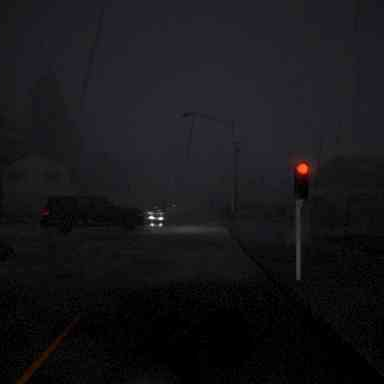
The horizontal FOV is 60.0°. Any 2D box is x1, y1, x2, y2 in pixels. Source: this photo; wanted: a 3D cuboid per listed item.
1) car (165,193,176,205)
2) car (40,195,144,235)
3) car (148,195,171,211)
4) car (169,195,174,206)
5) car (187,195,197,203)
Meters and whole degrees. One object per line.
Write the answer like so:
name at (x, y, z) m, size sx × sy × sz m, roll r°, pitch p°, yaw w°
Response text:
car at (-4.063, 1.209, 60.429) m, size 2.150 × 2.045 × 5.566 m, roll 0°, pitch 0°, yaw 0°
car at (-5.564, 1.218, 18.865) m, size 5.566 × 2.045 × 2.150 m, roll 0°, pitch 1°, yaw -16°
car at (-4.096, 1.483, 39.976) m, size 2.128 × 1.511 × 4.902 m, roll 0°, pitch 0°, yaw 0°
car at (-4.086, 1.515, 49.981) m, size 1.812 × 1.442 × 4.674 m, roll 0°, pitch 0°, yaw 0°
car at (0.036, 1.499, 70.890) m, size 2.097 × 1.767 × 4.553 m, roll 0°, pitch 0°, yaw 0°
